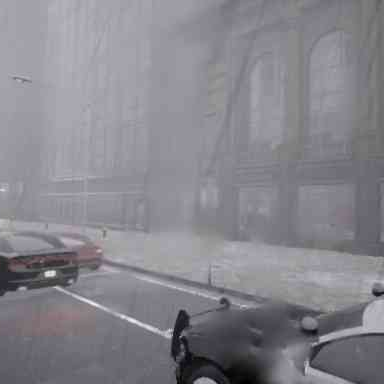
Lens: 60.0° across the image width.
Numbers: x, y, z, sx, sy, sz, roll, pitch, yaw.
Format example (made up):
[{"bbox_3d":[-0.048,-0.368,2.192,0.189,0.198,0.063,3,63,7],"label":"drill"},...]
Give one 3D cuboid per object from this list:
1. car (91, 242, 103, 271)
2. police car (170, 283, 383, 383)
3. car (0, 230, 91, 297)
[{"bbox_3d":[-4.785,2.077,11.964,4.206,1.307,1.802,-2,-4,45],"label":"car"},{"bbox_3d":[1.894,1.616,2.803,5.238,1.638,1.930,-2,-4,45],"label":"police car"},{"bbox_3d":[-5.158,1.857,9.733,5.008,1.535,1.882,-2,-4,45],"label":"car"}]
